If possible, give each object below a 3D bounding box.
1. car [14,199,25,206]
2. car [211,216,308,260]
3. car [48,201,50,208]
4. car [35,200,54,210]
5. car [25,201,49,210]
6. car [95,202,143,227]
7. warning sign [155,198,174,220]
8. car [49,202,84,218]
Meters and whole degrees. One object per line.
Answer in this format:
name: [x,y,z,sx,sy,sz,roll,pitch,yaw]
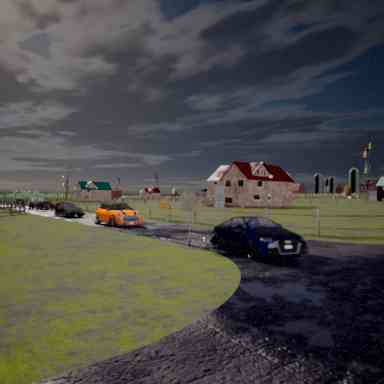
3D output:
car: [-42.450,2.511,81.955,2.097,1.767,4.553,2,-2,-36]
car: [2.340,1.609,12.509,1.994,1.385,4.181,1,-2,-23]
car: [-18.791,2.132,47.914,1.812,1.442,4.674,2,-1,-36]
car: [-25.214,2.220,56.750,1.882,1.535,5.008,2,-2,-36]
car: [-22.067,1.834,47.581,1.994,1.385,4.181,2,-2,-36]
car: [-5.424,1.574,24.496,2.097,1.767,4.553,2,-1,-36]
warning sign: [-2.457,1.482,29.453,1.300,1.860,1.060,2,-1,-36]
car: [-12.930,1.920,34.832,2.033,1.411,5.357,2,-2,-36]
